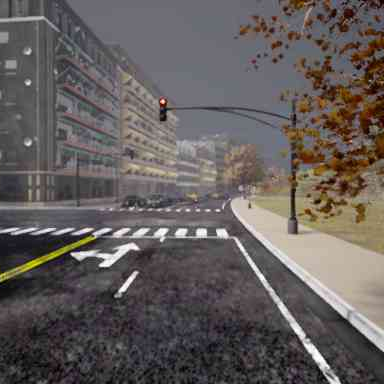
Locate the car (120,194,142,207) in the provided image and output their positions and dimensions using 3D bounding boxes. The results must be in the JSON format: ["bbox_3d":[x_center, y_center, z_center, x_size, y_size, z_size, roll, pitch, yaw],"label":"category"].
[{"bbox_3d":[-7.557,1.096,41.974,1.837,1.490,4.892,0,0,6],"label":"car"}]

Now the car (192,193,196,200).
[{"bbox_3d":[-0.274,0.877,70.722,1.882,1.535,5.008,0,0,9],"label":"car"}]

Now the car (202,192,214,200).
[{"bbox_3d":[3.347,0.917,72.593,2.128,1.511,4.902,0,0,10],"label":"car"}]

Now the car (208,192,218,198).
[{"bbox_3d":[5.292,0.771,82.770,1.882,1.535,5.008,0,0,12],"label":"car"}]

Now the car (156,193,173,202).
[{"bbox_3d":[-5.027,1.001,61.714,2.033,1.411,5.357,0,0,9],"label":"car"}]

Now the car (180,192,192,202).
[{"bbox_3d":[-1.924,1.011,60.541,2.033,1.411,5.357,0,0,9],"label":"car"}]

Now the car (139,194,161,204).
[{"bbox_3d":[-6.452,1.070,51.658,2.033,1.411,5.357,0,0,7],"label":"car"}]

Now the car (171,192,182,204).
[{"bbox_3d":[-3.310,1.132,50.647,1.895,1.301,4.718,0,0,7],"label":"car"}]

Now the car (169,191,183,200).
[{"bbox_3d":[-3.382,0.741,71.826,2.097,1.767,4.553,0,0,9],"label":"car"}]

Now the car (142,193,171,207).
[{"bbox_3d":[-4.316,0.947,41.709,2.097,1.767,4.553,0,0,6],"label":"car"}]

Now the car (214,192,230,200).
[{"bbox_3d":[6.555,0.938,72.066,2.033,1.411,5.357,0,0,10],"label":"car"}]
